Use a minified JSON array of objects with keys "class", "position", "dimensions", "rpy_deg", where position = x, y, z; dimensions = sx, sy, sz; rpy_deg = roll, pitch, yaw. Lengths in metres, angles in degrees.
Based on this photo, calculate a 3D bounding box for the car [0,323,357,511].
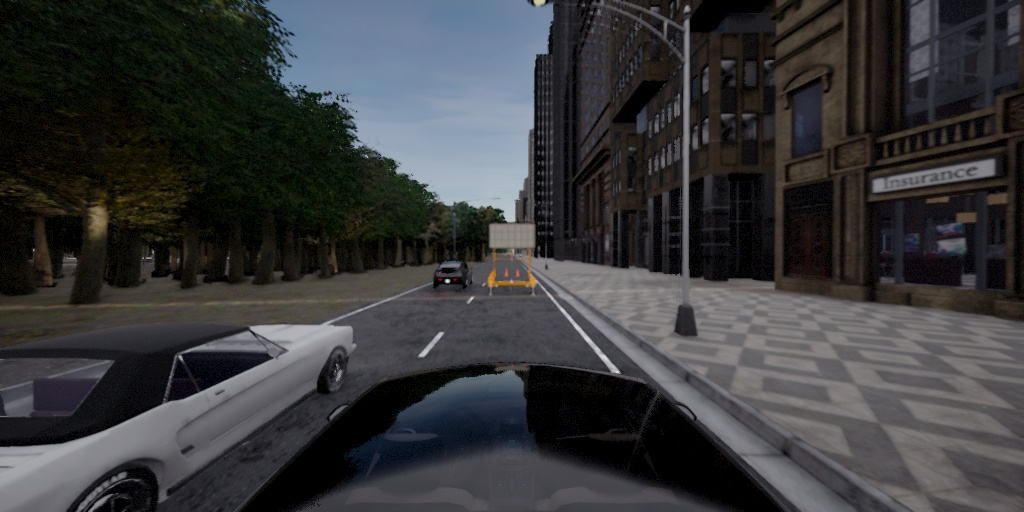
[{"class":"car","position":[-3.400,1.330,3.594],"dimensions":[1.895,1.301,4.718],"rpy_deg":[0,1,0]}]

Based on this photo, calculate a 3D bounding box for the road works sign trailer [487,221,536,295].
[{"class":"road works sign trailer","position":[-0.001,0.037,18.288],"dimensions":[2.380,3.560,2.880],"rpy_deg":[0,0,0]}]

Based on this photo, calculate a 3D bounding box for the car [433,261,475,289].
[{"class":"car","position":[-3.401,1.050,21.311],"dimensions":[1.837,1.490,4.892],"rpy_deg":[0,1,0]}]
